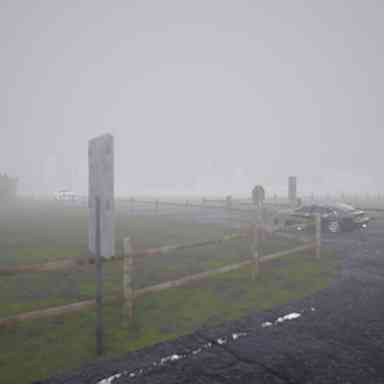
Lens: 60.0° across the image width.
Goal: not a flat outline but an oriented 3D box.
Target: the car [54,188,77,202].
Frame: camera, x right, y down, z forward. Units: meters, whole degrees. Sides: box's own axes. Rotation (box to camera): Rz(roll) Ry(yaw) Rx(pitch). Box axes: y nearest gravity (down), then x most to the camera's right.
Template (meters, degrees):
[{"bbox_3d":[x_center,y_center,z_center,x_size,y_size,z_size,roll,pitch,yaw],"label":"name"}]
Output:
[{"bbox_3d":[-19.036,0.456,49.836,2.150,2.045,5.566,0,1,-37],"label":"car"}]

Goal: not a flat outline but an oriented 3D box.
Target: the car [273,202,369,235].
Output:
[{"bbox_3d":[6.555,1.292,17.490,1.837,1.490,4.892,-7,6,-40],"label":"car"}]
